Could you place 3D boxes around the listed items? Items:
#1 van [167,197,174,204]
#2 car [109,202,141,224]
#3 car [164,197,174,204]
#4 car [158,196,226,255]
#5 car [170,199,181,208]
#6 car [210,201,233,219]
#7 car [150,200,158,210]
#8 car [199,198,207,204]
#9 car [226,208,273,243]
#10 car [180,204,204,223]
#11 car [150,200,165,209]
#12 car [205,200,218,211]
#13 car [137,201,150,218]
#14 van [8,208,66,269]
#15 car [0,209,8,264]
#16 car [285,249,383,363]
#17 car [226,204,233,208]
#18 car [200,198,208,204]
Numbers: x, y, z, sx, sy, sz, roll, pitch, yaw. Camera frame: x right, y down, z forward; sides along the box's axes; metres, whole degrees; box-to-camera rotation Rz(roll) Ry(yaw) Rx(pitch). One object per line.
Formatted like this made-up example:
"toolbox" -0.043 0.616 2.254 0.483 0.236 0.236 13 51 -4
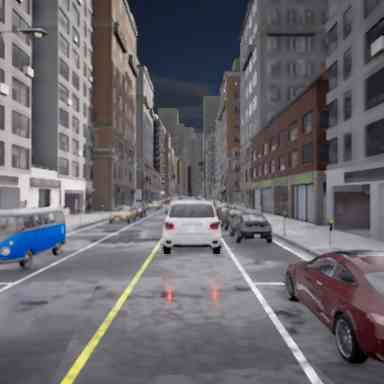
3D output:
"van" -5.673 2.151 87.663 1.690 1.788 3.998 0 -1 0
"car" -5.670 1.775 27.591 1.752 1.417 4.829 0 -1 0
"car" -5.673 2.072 82.163 2.192 1.841 5.009 0 -1 0
"car" 0.000 1.345 14.010 2.150 2.045 5.566 0 0 0
"car" -3.006 2.076 60.422 1.812 1.442 4.674 0 -1 0
"car" 2.855 1.740 33.287 1.967 1.590 4.097 0 -1 0
"car" -5.671 1.975 49.693 1.752 1.417 4.829 0 -1 0
"car" 2.853 2.376 87.661 1.947 1.339 4.313 0 -1 0
"car" 2.855 1.704 16.709 2.008 1.369 4.403 0 -1 0
"car" 0.002 1.829 29.299 1.994 1.385 4.181 0 0 0
"car" -5.671 2.053 55.388 2.008 1.369 4.403 0 -1 0
"car" 2.854 1.978 50.033 1.752 1.417 4.829 0 -1 0
"car" -5.671 1.741 33.287 1.967 1.590 4.097 0 -1 0
"van" -5.667 1.445 11.185 1.690 1.788 3.998 0 -1 0
"car" -5.670 1.368 5.660 2.192 1.841 5.009 0 -1 0
"car" 2.856 1.635 5.657 1.802 1.307 4.206 0 -1 0
"car" 2.855 1.753 22.235 2.008 1.369 4.403 0 -1 0
"car" 2.853 2.302 82.160 1.887 1.381 4.507 0 -1 0
